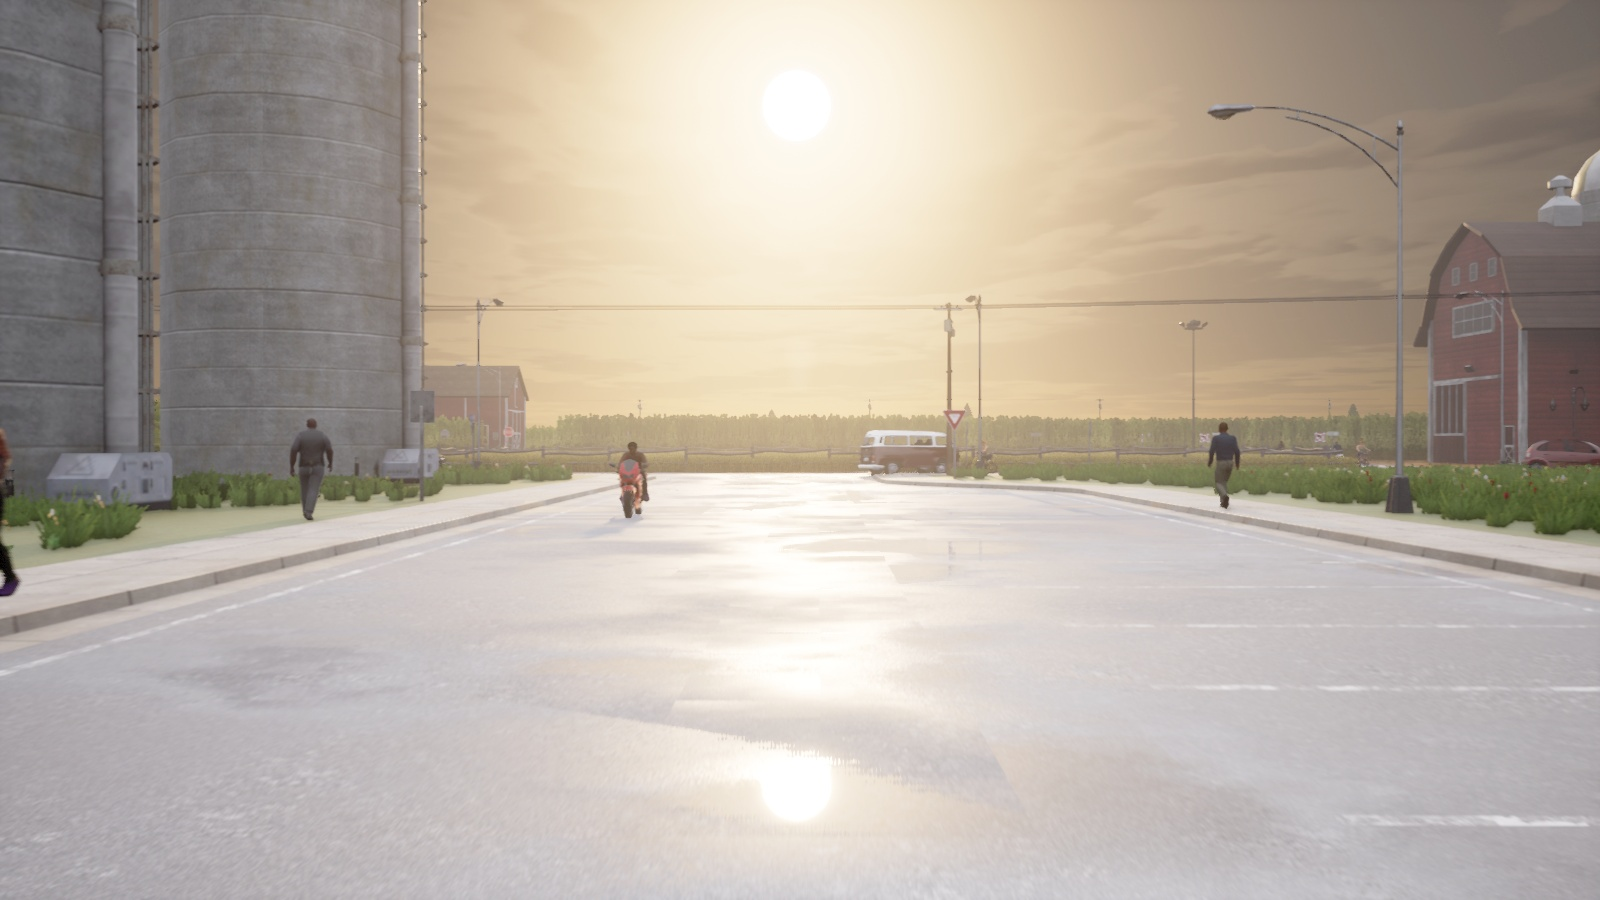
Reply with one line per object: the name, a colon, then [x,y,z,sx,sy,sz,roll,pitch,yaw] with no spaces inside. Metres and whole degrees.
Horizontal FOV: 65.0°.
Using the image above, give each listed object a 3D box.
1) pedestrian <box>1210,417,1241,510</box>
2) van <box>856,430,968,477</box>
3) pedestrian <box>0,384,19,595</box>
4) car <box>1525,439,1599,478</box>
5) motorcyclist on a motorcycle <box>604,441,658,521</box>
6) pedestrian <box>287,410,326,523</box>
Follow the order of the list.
pedestrian: [8.533,0.267,25.200,0.370,1.835,0.726,0,0,-1]
van: [4.972,0.159,55.734,4.480,2.038,2.069,0,-1,-22]
pedestrian: [-6.997,0.337,10.531,0.328,1.805,0.869,0,0,2]
car: [33.270,0.340,53.542,3.988,1.617,1.851,0,0,33]
motorcyclist on a motorcycle: [-3.341,0.585,25.029,0.797,1.523,2.044,0,0,0]
pedestrian: [-8.444,0.272,21.517,0.563,1.883,0.849,0,0,-17]
